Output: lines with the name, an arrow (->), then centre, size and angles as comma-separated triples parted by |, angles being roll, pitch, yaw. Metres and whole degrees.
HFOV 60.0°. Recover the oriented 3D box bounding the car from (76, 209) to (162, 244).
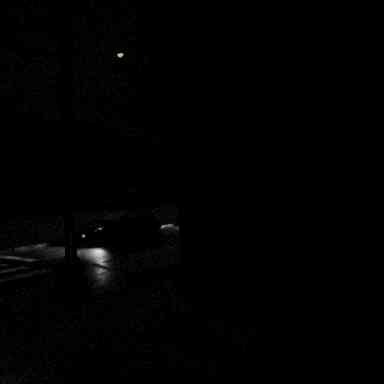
car -> -3.390, 1.576, 16.258 | 1.812, 1.442, 4.674 | -4, -1, 34
